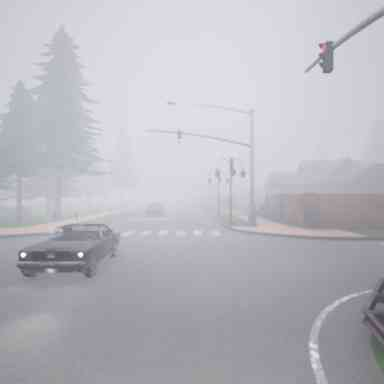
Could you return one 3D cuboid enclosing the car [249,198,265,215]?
[{"bbox_3d":[8.869,1.535,35.456,4.605,1.855,1.932,0,-1,-1],"label":"car"}]

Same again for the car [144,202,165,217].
[{"bbox_3d":[-3.971,1.862,35.778,1.837,1.490,4.892,0,0,0],"label":"car"}]

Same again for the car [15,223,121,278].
[{"bbox_3d":[-3.604,1.699,10.594,1.895,1.301,4.718,0,-1,-1],"label":"car"}]
